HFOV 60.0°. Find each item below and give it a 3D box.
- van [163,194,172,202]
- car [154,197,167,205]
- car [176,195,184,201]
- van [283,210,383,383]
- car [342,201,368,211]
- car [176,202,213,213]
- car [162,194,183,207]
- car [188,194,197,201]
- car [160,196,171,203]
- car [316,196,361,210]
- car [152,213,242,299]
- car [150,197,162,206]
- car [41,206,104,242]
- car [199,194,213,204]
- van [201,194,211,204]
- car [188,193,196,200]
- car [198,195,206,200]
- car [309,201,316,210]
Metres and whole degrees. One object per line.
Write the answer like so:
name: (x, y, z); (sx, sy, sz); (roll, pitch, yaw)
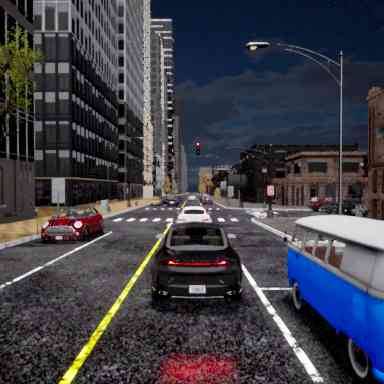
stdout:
van: (-5.600, 1.322, 76.738); (1.690, 1.788, 3.998); (-1, 0, 0)
car: (-5.613, 1.550, 59.805); (1.947, 1.339, 4.313); (-1, 0, 0)
car: (-2.922, 1.520, 83.044); (1.994, 1.385, 4.181); (0, 0, 0)
van: (2.680, 1.340, 5.122); (1.690, 1.788, 3.998); (-1, 0, 0)
car: (16.446, 1.792, 31.065); (4.313, 1.339, 1.947); (1, 0, 1)
car: (0.111, 1.520, 18.770); (1.812, 1.442, 4.674); (0, 0, 0)
car: (-3.041, 1.477, 52.672); (2.128, 1.511, 4.902); (0, 0, 0)
car: (0.075, 1.503, 81.055); (1.812, 1.442, 4.674); (0, 0, 0)
car: (-5.602, 1.548, 71.094); (1.947, 1.339, 4.313); (-1, 0, 0)
car: (16.658, 1.489, 36.842); (4.553, 1.767, 2.097); (1, 1, 1)
car: (0.105, 1.502, 8.414); (1.837, 1.490, 4.892); (0, 0, 0)
car: (-5.789, 1.511, 53.992); (1.752, 1.417, 4.829); (-1, 0, 0)
car: (-5.689, 1.435, 16.214); (1.967, 1.590, 4.097); (-1, 0, 0)
car: (2.732, 1.424, 59.743); (1.967, 1.590, 4.097); (-1, 0, 0)
van: (2.736, 1.324, 65.387); (1.690, 1.788, 3.998); (-1, 0, 0)
car: (0.085, 1.255, 91.058); (2.097, 1.767, 4.553); (0, 0, 0)
car: (2.766, 1.530, 93.607); (2.008, 1.369, 4.403); (-1, 0, 0)
car: (16.563, 1.410, 39.441); (5.009, 1.841, 2.192); (1, 0, 1)
